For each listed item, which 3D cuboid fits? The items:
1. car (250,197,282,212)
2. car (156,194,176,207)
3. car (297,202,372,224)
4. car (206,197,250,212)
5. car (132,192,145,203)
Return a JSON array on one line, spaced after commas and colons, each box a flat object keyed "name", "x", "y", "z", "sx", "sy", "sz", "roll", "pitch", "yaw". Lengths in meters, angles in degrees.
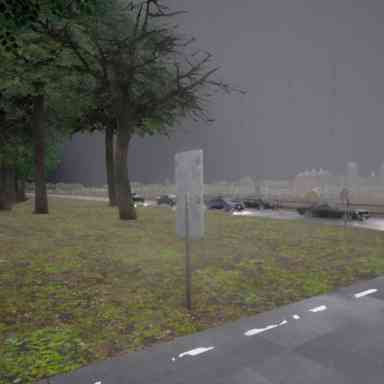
[{"name": "car", "x": 6.545, "y": 1.184, "z": 33.185, "sx": 1.895, "sy": 1.301, "sz": 4.718, "roll": -1, "pitch": 2, "yaw": -36}, {"name": "car", "x": -2.729, "y": 0.977, "z": 41.031, "sx": 1.812, "sy": 1.442, "sz": 4.674, "roll": -1, "pitch": 1, "yaw": -36}, {"name": "car", "x": 9.931, "y": 1.394, "z": 23.464, "sx": 1.895, "sy": 1.301, "sz": 4.718, "roll": -1, "pitch": 2, "yaw": -36}, {"name": "car", "x": 3.247, "y": 1.169, "z": 32.736, "sx": 1.994, "sy": 1.385, "sz": 4.181, "roll": -1, "pitch": 1, "yaw": -35}, {"name": "car", "x": -8.788, "y": 0.789, "z": 49.471, "sx": 1.882, "sy": 1.535, "sz": 5.008, "roll": -1, "pitch": 1, "yaw": -35}]
